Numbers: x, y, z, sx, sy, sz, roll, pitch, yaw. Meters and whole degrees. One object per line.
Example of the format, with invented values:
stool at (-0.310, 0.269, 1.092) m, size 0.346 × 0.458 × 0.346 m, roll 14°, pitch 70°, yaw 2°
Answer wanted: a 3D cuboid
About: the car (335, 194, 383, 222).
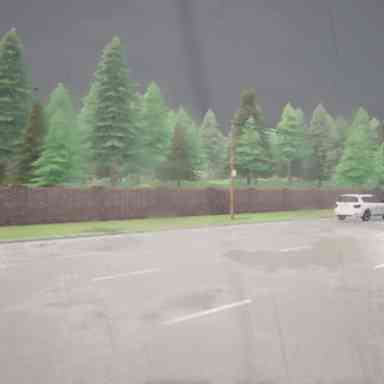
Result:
car at (13.575, 1.214, 26.319) m, size 5.566 × 2.045 × 2.150 m, roll 0°, pitch 0°, yaw -35°
